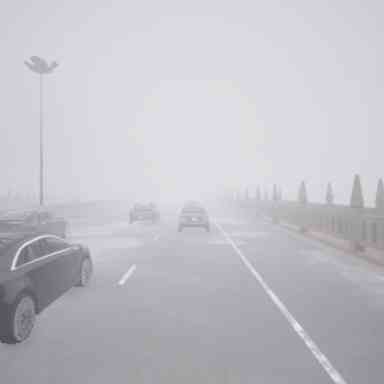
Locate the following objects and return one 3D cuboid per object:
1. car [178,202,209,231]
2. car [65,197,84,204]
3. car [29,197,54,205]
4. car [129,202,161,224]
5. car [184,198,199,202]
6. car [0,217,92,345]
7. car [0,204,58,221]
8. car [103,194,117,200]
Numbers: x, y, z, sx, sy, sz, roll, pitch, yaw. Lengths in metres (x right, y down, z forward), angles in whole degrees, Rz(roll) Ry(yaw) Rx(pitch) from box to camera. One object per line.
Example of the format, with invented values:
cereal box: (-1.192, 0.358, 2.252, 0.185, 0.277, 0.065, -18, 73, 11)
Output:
car: (0.103, 1.548, 20.656, 2.033, 1.411, 5.357, 0, 0, 0)
car: (-17.863, 1.528, 50.840, 1.812, 1.442, 4.674, 0, 0, -1)
car: (-21.282, 1.479, 47.212, 1.882, 1.535, 5.008, 0, 0, -1)
car: (-3.397, 1.492, 24.515, 2.128, 1.511, 4.902, 0, 0, 0)
car: (-0.047, 1.527, 42.316, 1.812, 1.442, 4.674, 0, 0, -1)
car: (-3.400, 1.492, 6.368, 2.128, 1.511, 4.902, 0, 0, 0)
car: (-6.899, 1.505, 14.483, 1.837, 1.490, 4.892, 0, 0, 0)
car: (-14.606, 1.180, 59.586, 1.812, 1.442, 4.674, 0, 0, -2)
